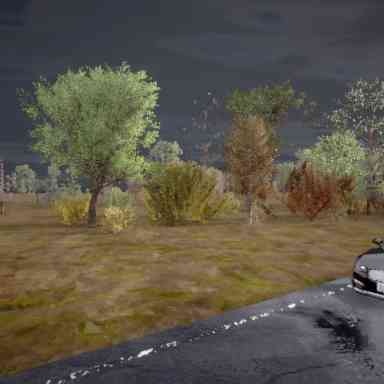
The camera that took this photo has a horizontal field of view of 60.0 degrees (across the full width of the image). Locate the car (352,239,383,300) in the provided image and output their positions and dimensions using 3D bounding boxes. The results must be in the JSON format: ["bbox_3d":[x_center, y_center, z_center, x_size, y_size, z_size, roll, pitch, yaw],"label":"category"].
[{"bbox_3d":[5.502,1.491,7.536,4.902,1.511,2.128,0,0,-38],"label":"car"}]
